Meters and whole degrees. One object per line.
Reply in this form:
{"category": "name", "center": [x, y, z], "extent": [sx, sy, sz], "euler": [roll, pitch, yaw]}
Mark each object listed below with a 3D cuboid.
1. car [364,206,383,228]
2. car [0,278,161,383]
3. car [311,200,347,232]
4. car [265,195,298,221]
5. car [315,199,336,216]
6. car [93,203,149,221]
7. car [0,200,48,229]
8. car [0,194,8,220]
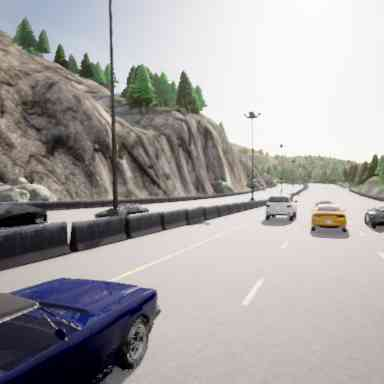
{"category": "car", "center": [12.775, 1.627, 22.126], "extent": [1.994, 1.385, 4.181], "euler": [0, 0, 21]}
{"category": "car", "center": [-2.081, 1.592, 3.130], "extent": [1.895, 1.301, 4.718], "euler": [0, 0, 21]}
{"category": "car", "center": [8.506, 1.522, 20.791], "extent": [1.882, 1.535, 5.008], "euler": [0, 0, 21]}
{"category": "car", "center": [7.644, 1.267, 28.262], "extent": [2.150, 2.045, 5.566], "euler": [0, 0, 21]}
{"category": "car", "center": [13.912, 1.580, 34.763], "extent": [1.837, 1.490, 4.892], "euler": [0, 0, 21]}
{"category": "car", "center": [-5.087, 1.535, 25.009], "extent": [2.033, 1.411, 5.357], "euler": [0, 0, 21]}
{"category": "car", "center": [-10.893, 1.438, 19.704], "extent": [1.882, 1.535, 5.008], "euler": [0, 0, 21]}
{"category": "car", "center": [-16.648, 1.160, 24.226], "extent": [2.150, 2.045, 5.566], "euler": [0, 0, 21]}
